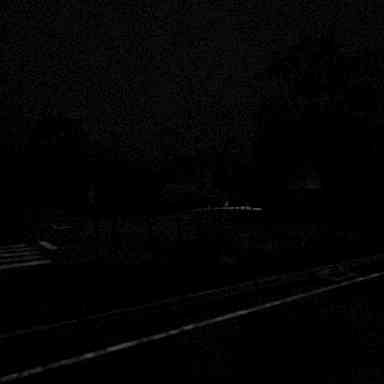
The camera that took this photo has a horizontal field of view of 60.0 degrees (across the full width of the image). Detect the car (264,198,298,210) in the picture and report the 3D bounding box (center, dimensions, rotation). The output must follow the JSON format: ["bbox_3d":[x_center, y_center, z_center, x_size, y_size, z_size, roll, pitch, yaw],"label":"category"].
[{"bbox_3d":[11.007,1.481,41.365,4.181,1.385,1.994,0,1,2],"label":"car"}]
